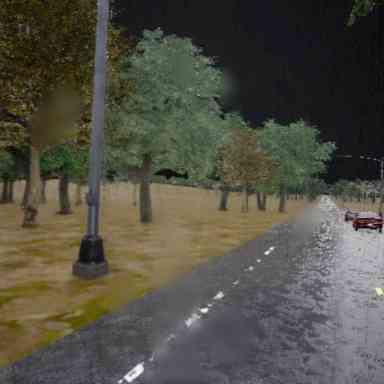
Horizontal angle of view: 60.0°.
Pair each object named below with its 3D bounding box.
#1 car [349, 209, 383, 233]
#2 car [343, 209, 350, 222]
[{"bbox_3d":[14.135,2.326,26.968,1.882,1.535,5.008,2,-1,22],"label":"car"},{"bbox_3d":[18.369,2.692,37.787,2.128,1.511,4.902,2,-1,22],"label":"car"}]
